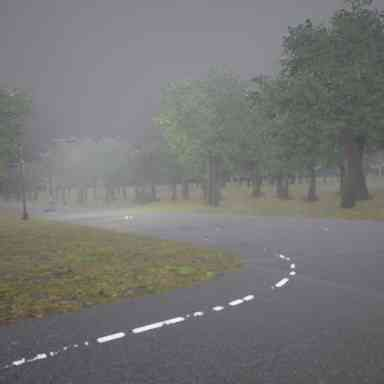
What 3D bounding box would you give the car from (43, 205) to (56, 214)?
[{"bbox_3d":[-26.574,3.184,61.955,2.033,1.411,5.357,-4,1,-29],"label":"car"}]
